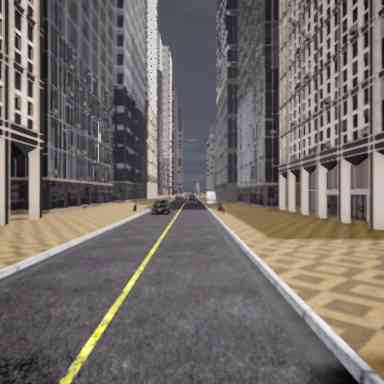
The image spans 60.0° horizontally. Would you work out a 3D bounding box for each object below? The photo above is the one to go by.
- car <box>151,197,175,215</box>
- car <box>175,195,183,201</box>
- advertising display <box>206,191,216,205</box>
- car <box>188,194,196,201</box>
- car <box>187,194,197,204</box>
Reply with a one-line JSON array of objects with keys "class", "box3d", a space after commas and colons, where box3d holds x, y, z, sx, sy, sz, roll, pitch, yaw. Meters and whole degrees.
[{"class": "car", "box3d": [-3.075, 1.498, 34.114, 1.837, 1.490, 4.892, 0, 0, 0]}, {"class": "car", "box3d": [-2.968, 1.293, 75.157, 1.895, 1.301, 4.718, 0, 0, 0]}, {"class": "advertising display", "box3d": [3.154, 1.012, 55.224, 1.540, 2.440, 0.280, 0, 0, 0]}, {"class": "car", "box3d": [0.033, 1.292, 77.830, 1.837, 1.490, 4.892, 0, 0, 0]}, {"class": "car", "box3d": [0.026, 1.474, 63.293, 2.128, 1.511, 4.902, 0, 0, 0]}]
